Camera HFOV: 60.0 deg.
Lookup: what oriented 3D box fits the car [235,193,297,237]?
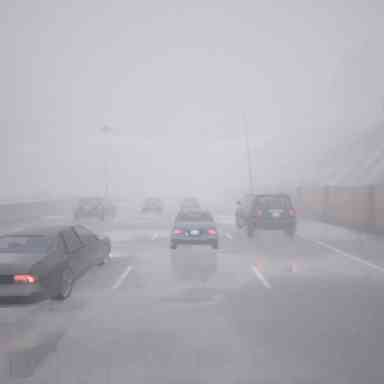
[{"bbox_3d":[3.580,1.038,16.896,2.150,2.045,5.566,0,1,0],"label":"car"}]

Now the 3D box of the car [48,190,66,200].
[{"bbox_3d":[-25.556,0.861,64.797,2.033,1.411,5.357,0,1,-1],"label":"car"}]

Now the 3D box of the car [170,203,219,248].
[{"bbox_3d":[0.090,1.398,13.892,2.033,1.411,5.357,0,1,0],"label":"car"}]

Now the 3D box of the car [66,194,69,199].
[{"bbox_3d":[-22.057,0.859,64.894,2.033,1.411,5.357,0,1,-1],"label":"car"}]

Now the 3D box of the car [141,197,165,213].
[{"bbox_3d":[-3.638,1.213,31.494,2.033,1.411,5.357,0,1,-1],"label":"car"}]

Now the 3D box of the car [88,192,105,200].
[{"bbox_3d":[-18.562,0.793,64.988,1.882,1.535,5.008,0,1,-1],"label":"car"}]

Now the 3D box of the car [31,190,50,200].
[{"bbox_3d":[-29.054,0.550,64.677,2.150,2.045,5.566,0,1,-1],"label":"car"}]

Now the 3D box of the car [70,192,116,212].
[{"bbox_3d":[-7.004,1.094,24.512,2.097,1.767,4.553,0,1,-1],"label":"car"}]

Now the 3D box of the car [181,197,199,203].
[{"bbox_3d":[-0.216,1.193,34.732,1.994,1.385,4.181,0,1,-1],"label":"car"}]

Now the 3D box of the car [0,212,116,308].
[{"bbox_3d":[-3.406,1.463,8.016,2.033,1.411,5.357,0,1,0],"label":"car"}]
